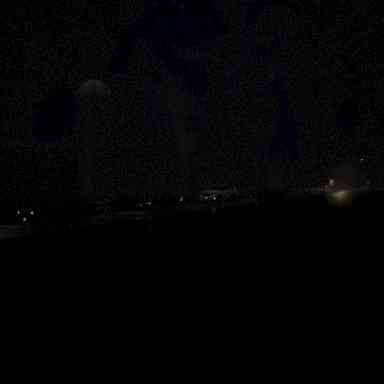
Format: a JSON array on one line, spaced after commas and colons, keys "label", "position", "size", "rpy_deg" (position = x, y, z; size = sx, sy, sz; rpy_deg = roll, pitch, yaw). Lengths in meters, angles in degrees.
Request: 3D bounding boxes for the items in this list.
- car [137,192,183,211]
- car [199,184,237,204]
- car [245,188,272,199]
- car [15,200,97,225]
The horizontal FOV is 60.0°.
[{"label": "car", "position": [-2.785, 0.787, 29.342], "size": [1.837, 1.490, 4.892], "rpy_deg": [-1, 1, 36]}, {"label": "car", "position": [3.074, 0.176, 37.537], "size": [2.150, 2.045, 5.566], "rpy_deg": [-1, 1, 36]}, {"label": "car", "position": [9.298, 0.173, 46.173], "size": [2.033, 1.411, 5.357], "rpy_deg": [-1, 1, 36]}, {"label": "car", "position": [-8.545, 1.219, 21.204], "size": [1.895, 1.301, 4.718], "rpy_deg": [-1, 1, 34]}]
